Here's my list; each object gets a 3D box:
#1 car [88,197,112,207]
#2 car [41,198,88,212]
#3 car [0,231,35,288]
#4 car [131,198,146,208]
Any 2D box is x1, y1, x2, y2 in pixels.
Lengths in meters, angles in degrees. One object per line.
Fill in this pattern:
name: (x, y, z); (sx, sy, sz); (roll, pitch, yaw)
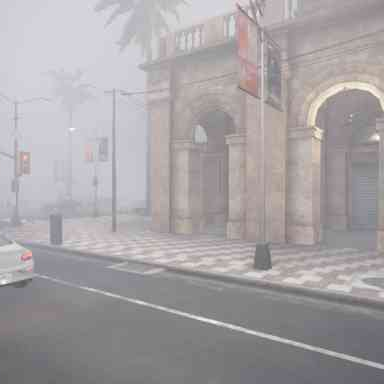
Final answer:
car: (-13.884, 1.513, 51.058); (2.161, 1.482, 4.786); (0, 0, 35)
car: (-14.896, 1.504, 38.308); (1.837, 1.490, 4.892); (0, 0, 36)
car: (-5.584, 1.526, 7.930); (4.674, 1.442, 1.812); (0, 0, 36)
car: (-6.833, 1.601, 49.582); (1.895, 1.301, 4.718); (0, 0, 36)
